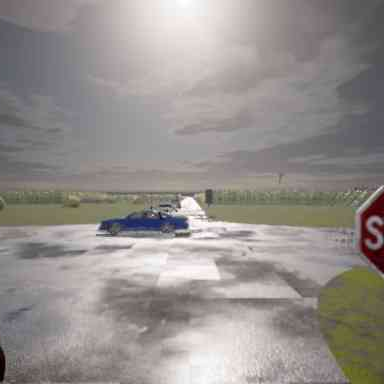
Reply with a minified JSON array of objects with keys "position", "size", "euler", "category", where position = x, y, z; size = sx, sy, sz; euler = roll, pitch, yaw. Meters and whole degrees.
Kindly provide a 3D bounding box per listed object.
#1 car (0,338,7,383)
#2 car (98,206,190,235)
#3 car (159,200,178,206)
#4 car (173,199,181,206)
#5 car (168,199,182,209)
[{"position":[-2.938,1.588,1.871],"size":[1.994,1.385,4.181],"euler":[0,-1,-2],"category":"car"},{"position":[-2.797,1.782,20.105],"size":[5.357,1.411,2.033],"euler":[0,-1,0],"category":"car"},{"position":[-2.939,1.967,37.129],"size":[1.837,1.490,4.892],"euler":[0,-1,1],"category":"car"},{"position":[-2.954,2.145,47.758],"size":[2.033,1.411,5.357],"euler":[0,-1,0],"category":"car"},{"position":[-2.963,2.094,58.918],"size":[2.097,1.767,4.553],"euler":[0,-1,0],"category":"car"}]
